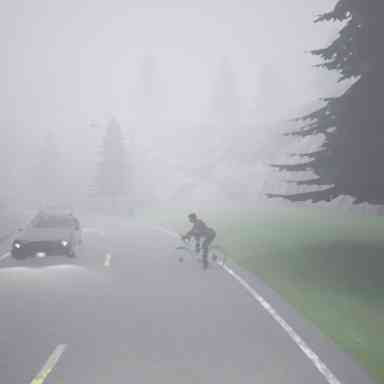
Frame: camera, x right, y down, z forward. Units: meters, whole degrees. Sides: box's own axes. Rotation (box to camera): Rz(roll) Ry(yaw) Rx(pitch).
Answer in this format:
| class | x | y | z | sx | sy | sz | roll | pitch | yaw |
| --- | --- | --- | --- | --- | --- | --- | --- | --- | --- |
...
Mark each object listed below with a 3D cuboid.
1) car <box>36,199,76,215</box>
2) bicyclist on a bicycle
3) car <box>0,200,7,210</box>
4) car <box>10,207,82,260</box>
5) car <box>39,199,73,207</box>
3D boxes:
| class | x | y | z | sx | sy | sz | roll | pitch | yaw |
| --- | --- | --- | --- | --- | --- | --- | --- | --- | --- |
| car | -14.163 | 1.483 | 34.477 | 4.892 | 1.490 | 1.837 | 0 | 0 | 41 |
| bicyclist on a bicycle | 0.174 | 1.433 | 9.478 | 1.656 | 1.620 | 0.582 | 0 | 0 | -9 |
| car | -25.165 | 1.464 | 40.791 | 4.902 | 1.511 | 2.128 | 0 | 0 | 18 |
| car | -5.299 | 1.539 | 12.781 | 2.033 | 1.411 | 5.357 | 0 | 0 | -15 |
| car | -9.285 | 1.490 | 22.548 | 1.837 | 1.490 | 4.892 | 0 | 0 | -30 |
